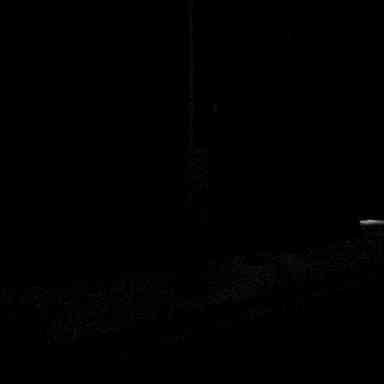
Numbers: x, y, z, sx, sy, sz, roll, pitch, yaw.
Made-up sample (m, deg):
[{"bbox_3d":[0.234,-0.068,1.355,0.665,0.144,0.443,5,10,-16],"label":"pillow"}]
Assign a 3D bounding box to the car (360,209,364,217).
[{"bbox_3d":[11.215,1.388,26.198,1.994,1.385,4.181,0,1,-36],"label":"car"}]
